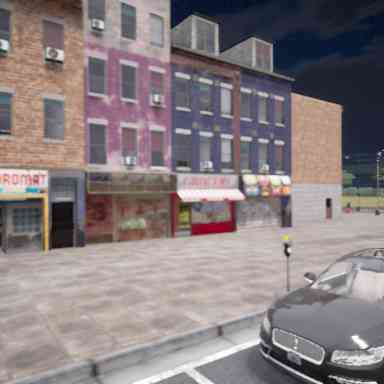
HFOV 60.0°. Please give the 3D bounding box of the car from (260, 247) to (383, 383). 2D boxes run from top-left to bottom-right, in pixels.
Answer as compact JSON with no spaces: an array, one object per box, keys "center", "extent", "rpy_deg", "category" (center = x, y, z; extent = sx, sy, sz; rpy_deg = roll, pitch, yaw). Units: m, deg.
[{"center":[2.888,1.570,4.875],"extent":[4.403,1.369,2.008],"rpy_deg":[0,-1,-35],"category":"car"}]
